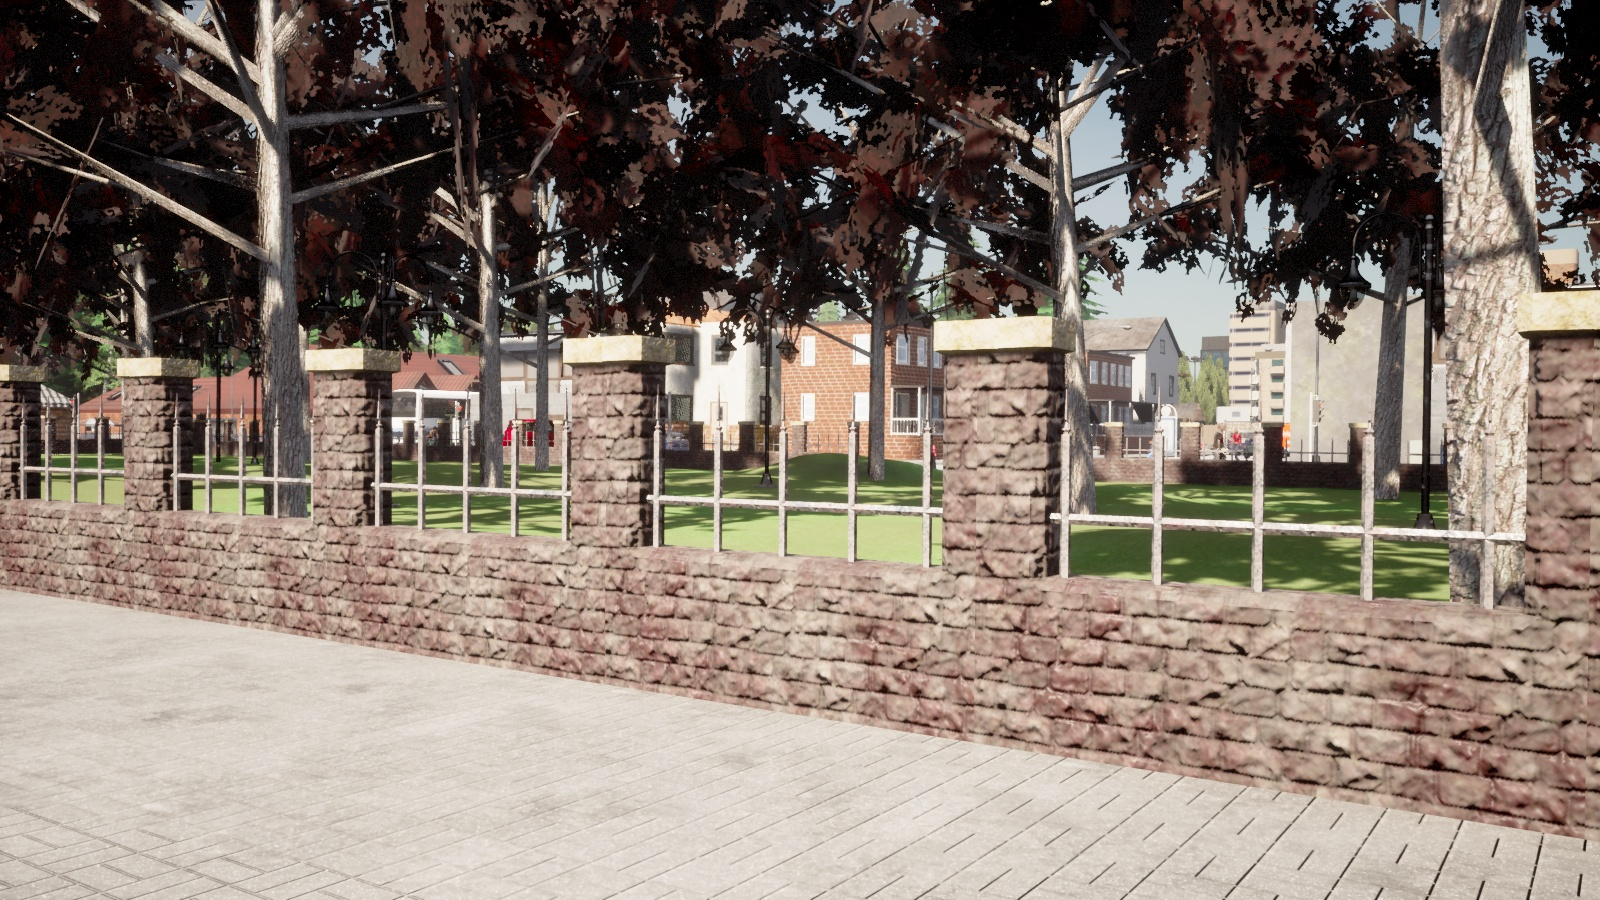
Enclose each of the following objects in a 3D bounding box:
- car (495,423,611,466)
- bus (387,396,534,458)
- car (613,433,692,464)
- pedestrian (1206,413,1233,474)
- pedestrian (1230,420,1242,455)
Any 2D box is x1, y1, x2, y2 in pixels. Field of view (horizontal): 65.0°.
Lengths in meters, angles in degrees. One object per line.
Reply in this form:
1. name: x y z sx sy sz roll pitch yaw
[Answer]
1. car: -12.168 -0.283 61.803 5.566 2.045 2.150 0 1 30
2. bus: -24.421 -1.667 91.066 3.944 4.253 10.273 0 1 33
3. car: -7.495 -0.091 63.616 3.705 1.549 1.789 0 1 34
4. pedestrian: 12.943 -0.205 38.764 0.720 1.854 0.376 0 1 33
5. pedestrian: 22.992 -0.671 66.205 0.331 1.846 0.636 0 1 43
